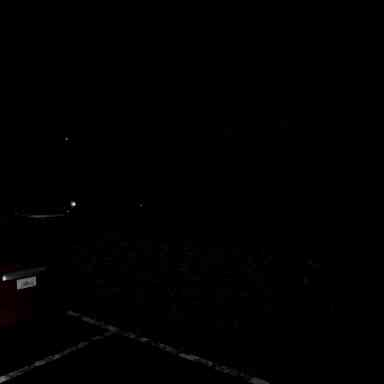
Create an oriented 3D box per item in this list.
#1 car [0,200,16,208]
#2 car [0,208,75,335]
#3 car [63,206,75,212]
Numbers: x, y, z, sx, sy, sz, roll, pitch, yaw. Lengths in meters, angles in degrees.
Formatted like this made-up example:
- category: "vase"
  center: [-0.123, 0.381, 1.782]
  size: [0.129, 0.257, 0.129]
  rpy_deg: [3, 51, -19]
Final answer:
- category: "car"
  center: [-18.271, 1.502, 29.784]
  size: [2.097, 1.767, 4.553]
  rpy_deg: [-1, -1, 37]
- category: "car"
  center: [-4.171, 1.316, 5.927]
  size: [5.009, 1.841, 2.192]
  rpy_deg: [0, -1, 36]
- category: "car"
  center: [-12.196, 1.837, 37.970]
  size: [1.895, 1.301, 4.718]
  rpy_deg: [-1, -1, 36]
